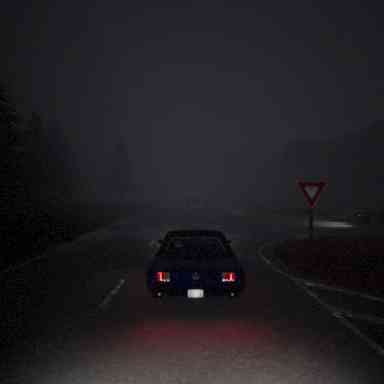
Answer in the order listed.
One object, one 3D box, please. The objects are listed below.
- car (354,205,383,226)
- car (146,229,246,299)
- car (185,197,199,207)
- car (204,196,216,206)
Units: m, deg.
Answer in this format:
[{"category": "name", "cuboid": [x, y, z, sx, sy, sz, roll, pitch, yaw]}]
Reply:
[{"category": "car", "cuboid": [13.100, 1.426, 21.282, 4.892, 1.490, 1.837, 0, 0, 16]}, {"category": "car", "cuboid": [0.075, 1.600, 8.418, 1.895, 1.301, 4.718, 0, 0, 0]}, {"category": "car", "cuboid": [0.054, 1.500, 51.994, 1.837, 1.490, 4.892, 0, 0, 0]}, {"category": "car", "cuboid": [2.923, 1.450, 55.233, 1.816, 1.474, 4.193, -6, 0, -2]}]
